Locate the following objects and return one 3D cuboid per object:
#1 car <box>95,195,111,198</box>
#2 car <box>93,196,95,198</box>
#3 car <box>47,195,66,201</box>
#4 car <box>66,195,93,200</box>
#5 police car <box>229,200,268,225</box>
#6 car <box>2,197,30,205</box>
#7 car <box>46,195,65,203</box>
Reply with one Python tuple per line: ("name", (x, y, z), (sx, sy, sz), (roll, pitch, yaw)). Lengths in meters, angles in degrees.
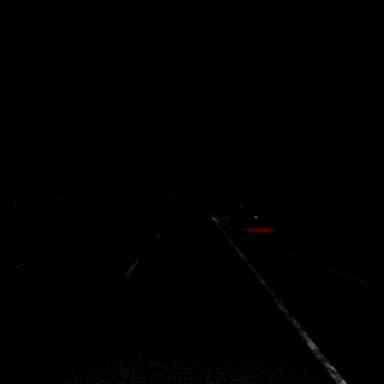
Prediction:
("car", (-17.484, 1.419, 67.261), (1.837, 1.490, 4.892), (0, 0, 0))
("car", (-20.984, 1.397, 67.775), (1.882, 1.535, 5.008), (0, 0, 0))
("car", (-21.040, 1.461, 52.331), (1.812, 1.442, 4.674), (0, 0, 1))
("car", (-17.540, 1.499, 52.060), (1.994, 1.385, 4.181), (0, 0, 0))
("police car", (3.917, 1.395, 23.973), (1.930, 1.638, 5.238), (0, 0, -5))
("car", (-28.013, 1.482, 53.241), (2.033, 1.411, 5.357), (0, 0, 1))
("car", (-27.983, 1.395, 68.449), (1.882, 1.535, 5.008), (0, 0, 0))
